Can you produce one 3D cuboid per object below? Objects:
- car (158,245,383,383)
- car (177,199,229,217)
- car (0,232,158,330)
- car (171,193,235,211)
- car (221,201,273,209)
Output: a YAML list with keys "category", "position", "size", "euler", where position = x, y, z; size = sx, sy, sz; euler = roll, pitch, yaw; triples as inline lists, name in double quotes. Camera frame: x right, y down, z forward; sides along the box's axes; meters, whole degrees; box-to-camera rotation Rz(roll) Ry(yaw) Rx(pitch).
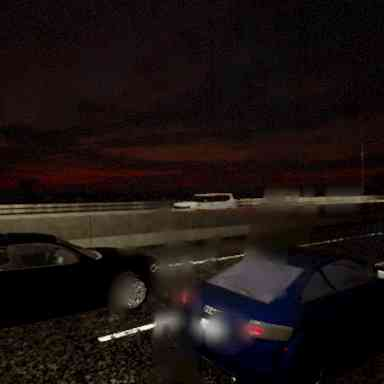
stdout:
- category: "car"
  position: [1.842, 1.541, 5.063]
  size: [4.181, 1.385, 1.994]
  euler: [0, 0, -36]
- category: "car"
  position: [1.056, 1.425, 30.535]
  size: [4.674, 1.442, 1.812]
  euler: [0, 0, -36]
- category: "car"
  position: [-2.945, 1.473, 5.946]
  size: [5.008, 1.535, 1.882]
  euler: [-1, 0, -36]
- category: "car"
  position: [1.043, 1.135, 26.242]
  size: [5.566, 2.045, 2.150]
  euler: [0, 0, -36]
- category: "car"
  position: [4.712, 1.503, 24.562]
  size: [4.718, 1.301, 1.895]
  euler: [0, 0, -36]
